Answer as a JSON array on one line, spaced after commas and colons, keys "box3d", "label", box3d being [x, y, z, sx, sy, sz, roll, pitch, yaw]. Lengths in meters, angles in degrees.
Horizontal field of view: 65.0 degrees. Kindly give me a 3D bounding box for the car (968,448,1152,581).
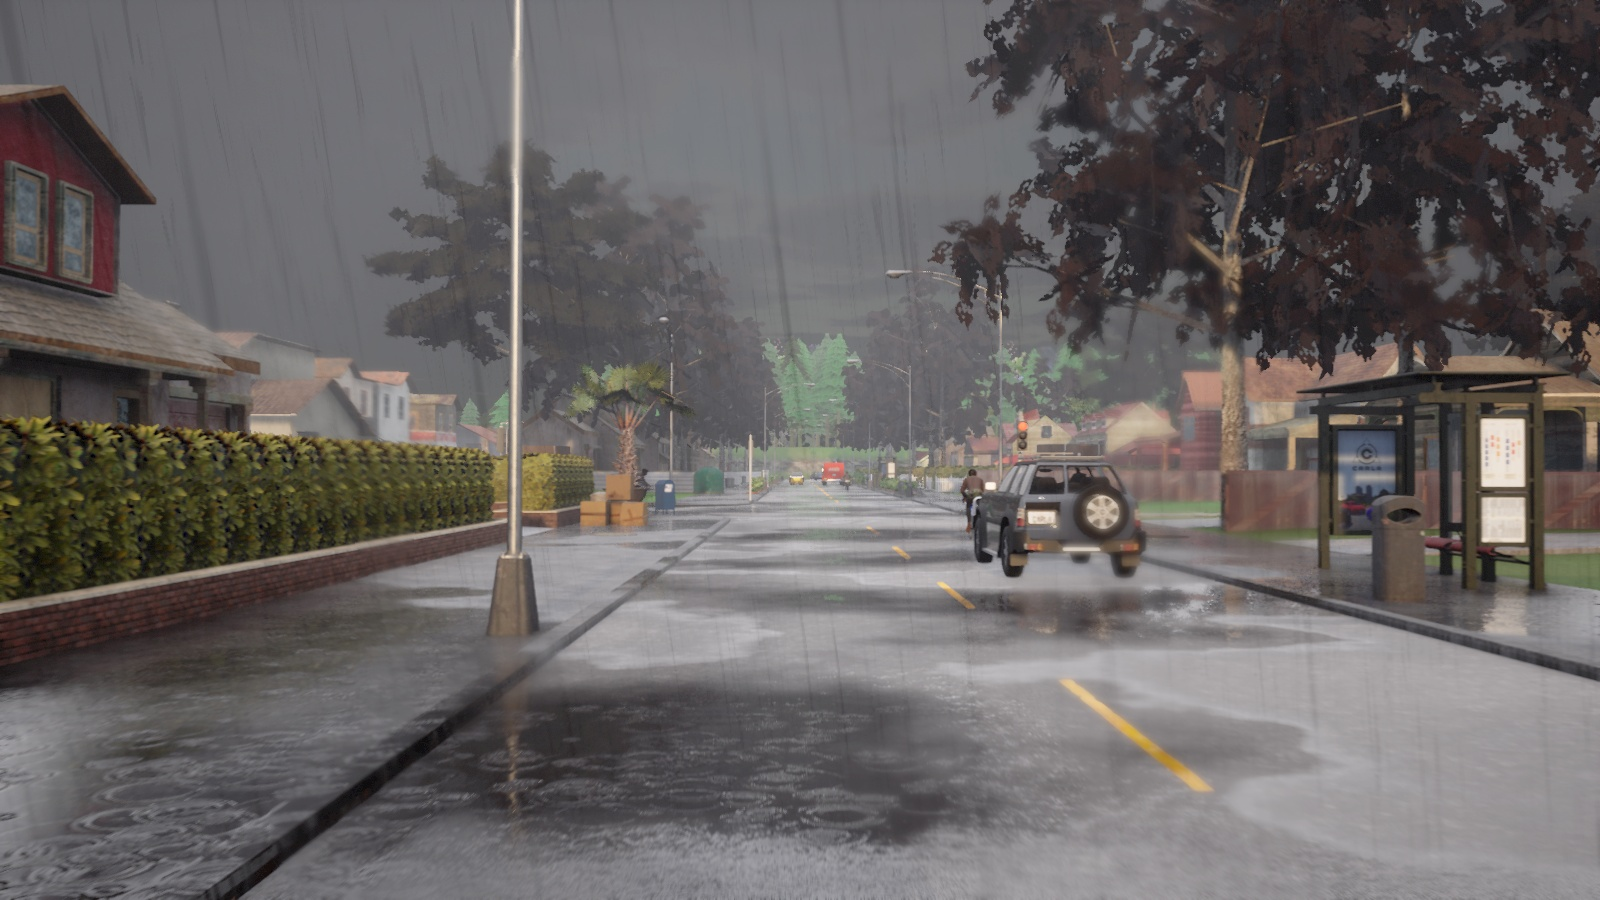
[{"box3d": [3.950, 0.946, 19.894, 1.932, 1.855, 4.605, 0, -1, 0], "label": "car"}]
